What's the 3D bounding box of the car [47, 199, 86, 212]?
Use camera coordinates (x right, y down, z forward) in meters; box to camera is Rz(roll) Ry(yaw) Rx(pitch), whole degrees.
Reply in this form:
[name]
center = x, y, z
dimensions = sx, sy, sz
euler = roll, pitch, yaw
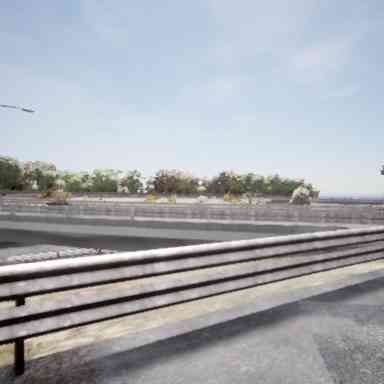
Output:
[car]
center = -14.528, 1.569, 38.635
dimensions = 5.008, 1.535, 1.882
euler = 1, 0, 26
